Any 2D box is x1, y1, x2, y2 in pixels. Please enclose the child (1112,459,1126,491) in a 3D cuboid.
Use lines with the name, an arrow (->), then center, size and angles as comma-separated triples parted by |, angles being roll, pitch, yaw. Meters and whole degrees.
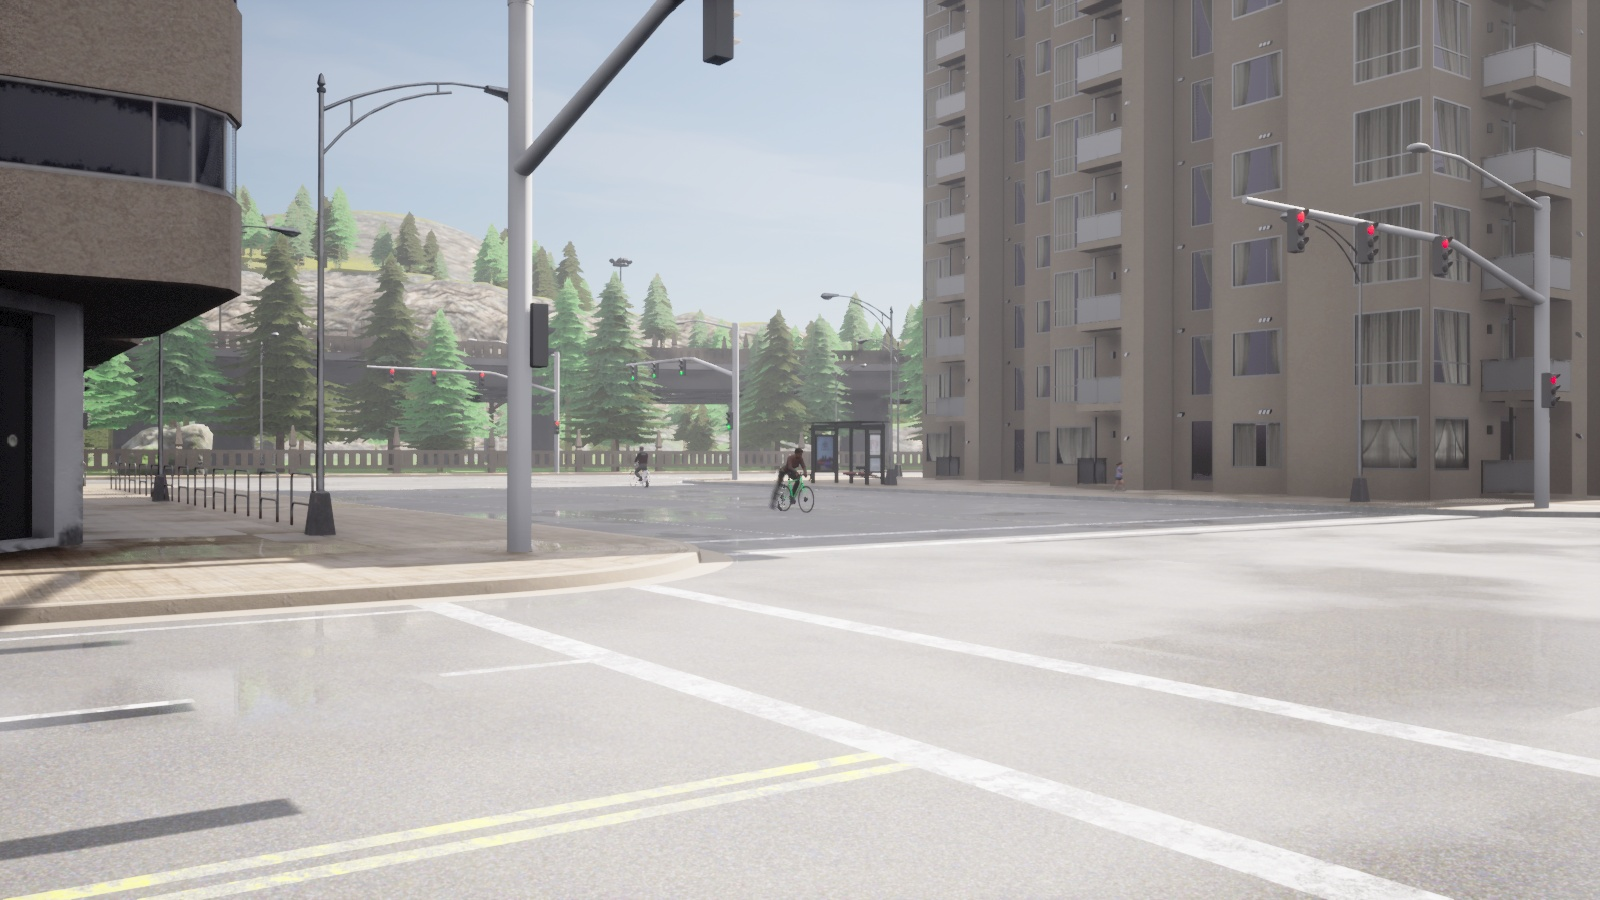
child -> 11.100, 0.865, 43.636 | 0.255, 1.110, 0.394 | 0, 0, -36

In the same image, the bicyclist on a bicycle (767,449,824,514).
bicyclist on a bicycle -> -0.122, 0.775, 31.740 | 0.582, 1.620, 1.656 | 0, 0, -35
